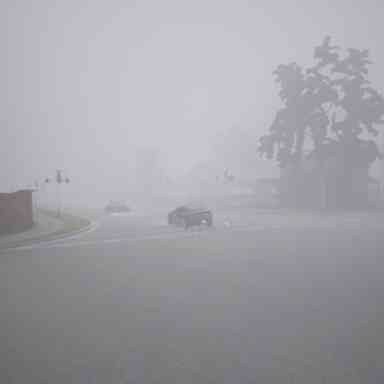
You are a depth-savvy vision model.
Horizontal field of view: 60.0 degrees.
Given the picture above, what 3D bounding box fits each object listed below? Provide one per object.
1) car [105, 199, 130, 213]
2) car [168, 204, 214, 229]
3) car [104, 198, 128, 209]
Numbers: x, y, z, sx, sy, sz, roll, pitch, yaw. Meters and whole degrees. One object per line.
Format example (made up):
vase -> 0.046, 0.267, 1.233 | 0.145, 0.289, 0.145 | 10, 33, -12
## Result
car -> -8.927, 1.777, 39.622 | 1.994, 1.385, 4.181 | -1, 0, -30
car -> -0.217, 1.584, 22.540 | 1.837, 1.490, 4.892 | -8, 2, -22
car -> -11.869, 1.774, 51.636 | 2.128, 1.511, 4.902 | -1, 0, -31
